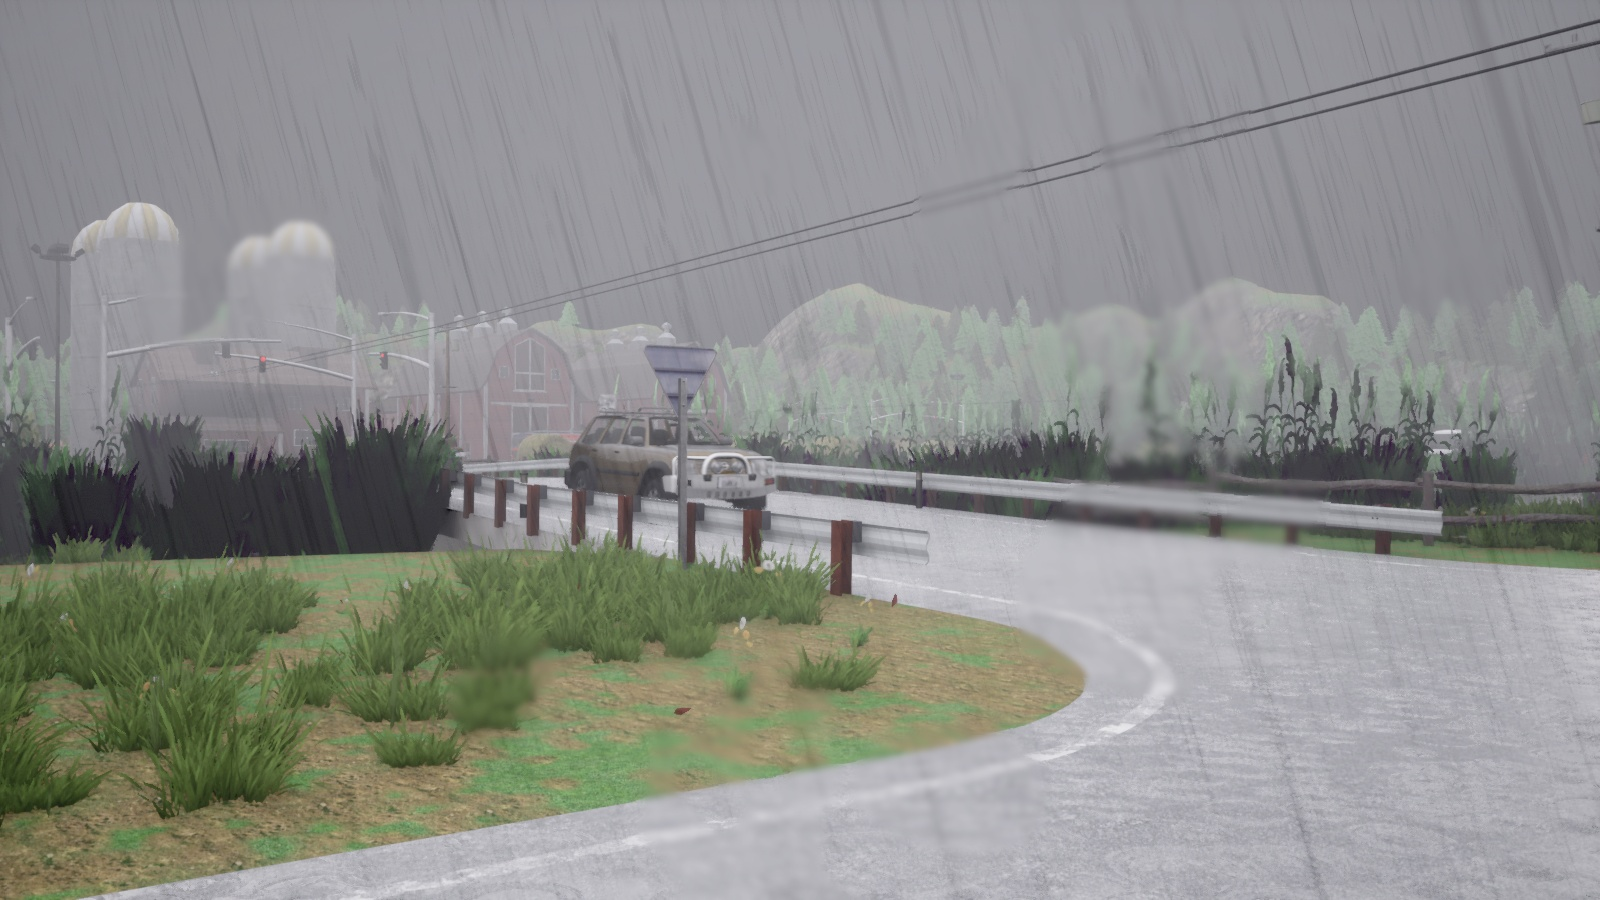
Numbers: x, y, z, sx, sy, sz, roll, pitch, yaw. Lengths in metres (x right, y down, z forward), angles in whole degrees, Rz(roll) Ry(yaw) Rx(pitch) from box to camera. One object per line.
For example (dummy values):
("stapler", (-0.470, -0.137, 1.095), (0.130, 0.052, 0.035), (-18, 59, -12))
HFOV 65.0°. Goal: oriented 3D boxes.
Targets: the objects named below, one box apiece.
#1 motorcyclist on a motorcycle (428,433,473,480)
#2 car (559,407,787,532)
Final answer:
("motorcyclist on a motorcycle", (-11.676, 0.228, 41.927), (0.797, 1.523, 2.044), (0, -2, -34))
("car", (-2.287, 0.234, 21.301), (1.932, 1.855, 4.605), (0, 2, -33))
